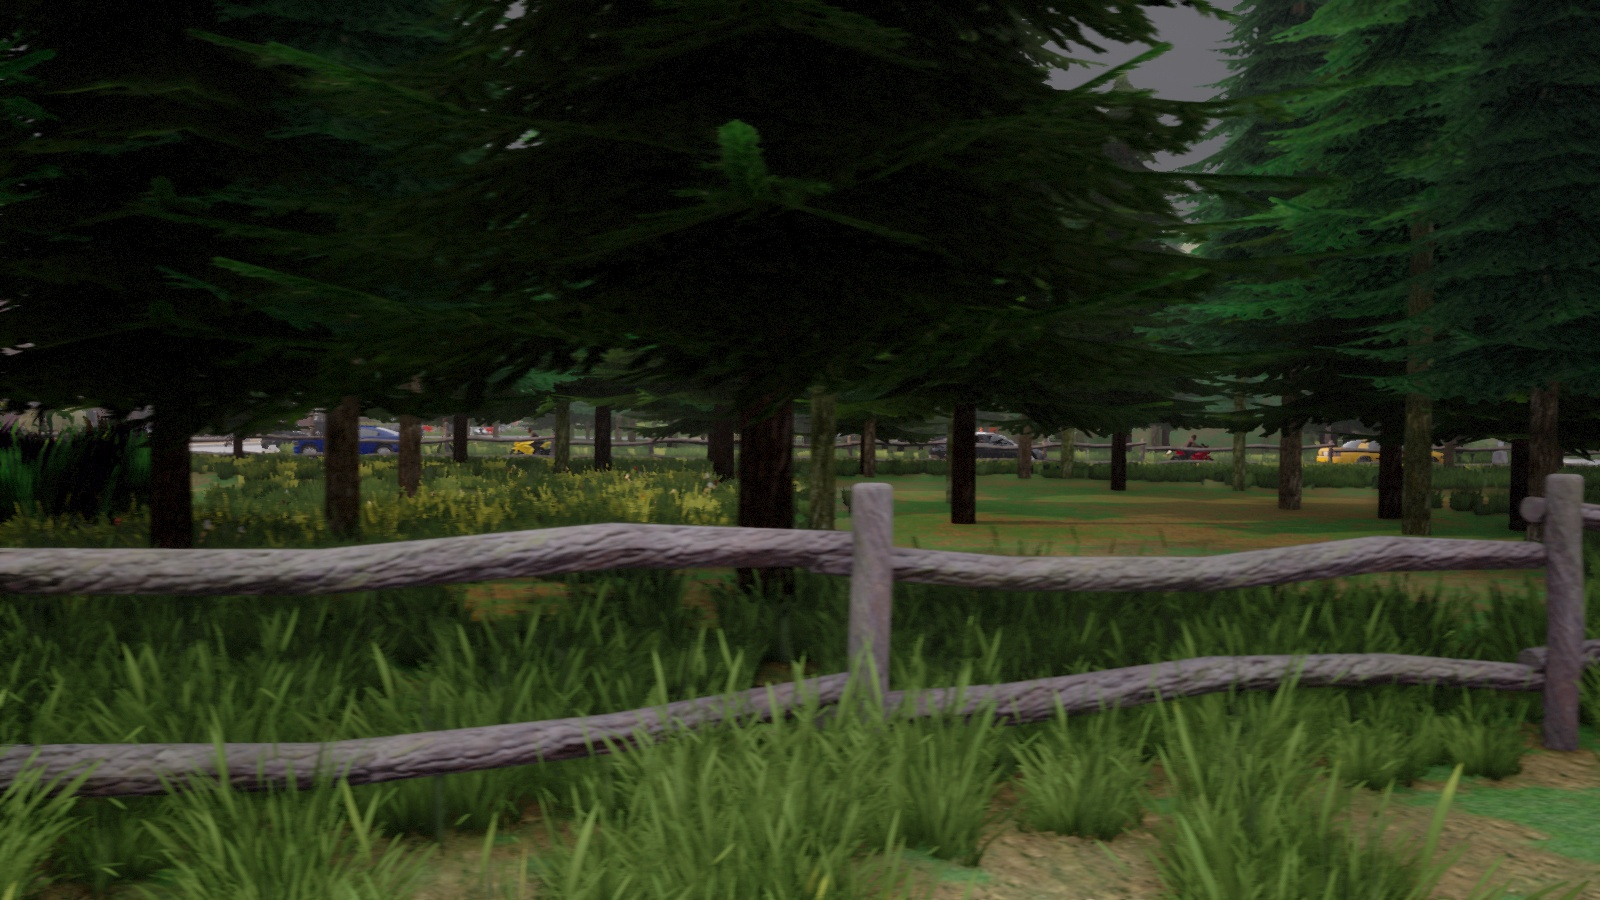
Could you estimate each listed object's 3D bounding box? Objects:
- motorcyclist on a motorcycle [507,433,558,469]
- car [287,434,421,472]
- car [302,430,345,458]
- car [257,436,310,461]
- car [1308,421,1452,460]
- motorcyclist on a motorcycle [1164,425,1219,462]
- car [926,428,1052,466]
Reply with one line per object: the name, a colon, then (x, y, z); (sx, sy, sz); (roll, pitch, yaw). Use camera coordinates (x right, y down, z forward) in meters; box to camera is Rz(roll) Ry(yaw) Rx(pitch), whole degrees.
motorcyclist on a motorcycle: (-11.474, 0.022, 53.963); (2.044, 1.523, 0.797); (-1, 1, -4)
car: (-18.946, 0.106, 53.514); (5.008, 1.535, 1.882); (-1, 1, -3)
car: (-33.974, -0.443, 89.574); (1.905, 1.878, 3.866); (-1, 1, -6)
car: (-32.976, -0.099, 80.315); (1.837, 1.490, 4.892); (-1, 1, -6)
car: (24.686, -0.405, 53.547); (5.366, 1.575, 1.801); (-1, 1, -5)
motorcyclist on a motorcycle: (16.465, -0.260, 52.832); (2.044, 1.523, 0.797); (-1, 1, -5)
car: (7.799, -0.130, 52.087); (4.892, 1.490, 1.837); (-1, 1, -5)
